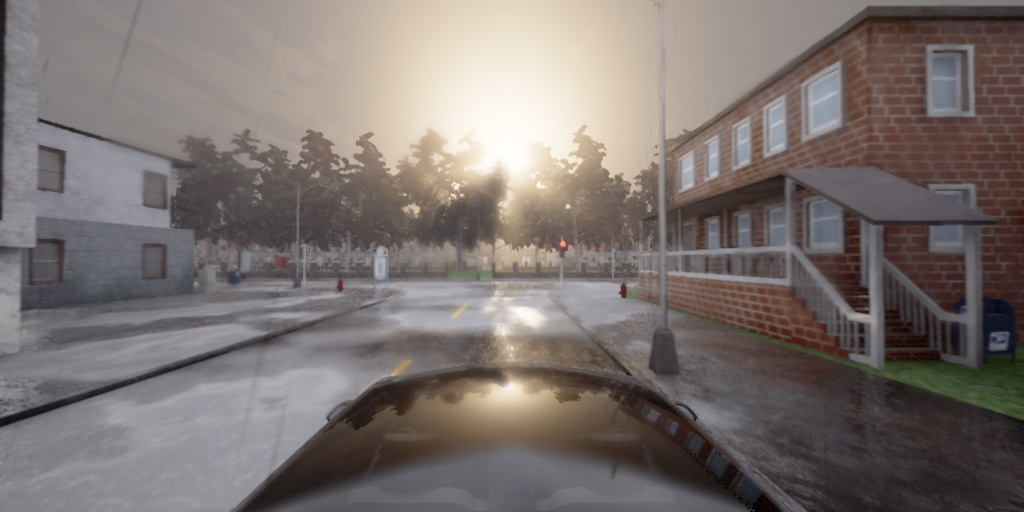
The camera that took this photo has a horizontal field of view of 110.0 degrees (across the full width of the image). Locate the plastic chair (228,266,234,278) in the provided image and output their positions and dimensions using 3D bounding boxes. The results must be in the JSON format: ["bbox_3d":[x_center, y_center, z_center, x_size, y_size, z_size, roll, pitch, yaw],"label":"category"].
[{"bbox_3d":[-38.177,1.911,48.166,0.730,1.272,0.750,0,0,-40],"label":"plastic chair"}]

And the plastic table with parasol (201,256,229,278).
[{"bbox_3d":[-39.175,1.300,47.433,2.482,2.480,2.482,0,0,-40],"label":"plastic table with parasol"}]

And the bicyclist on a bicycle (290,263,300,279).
[{"bbox_3d":[-22.022,1.558,36.456,0.582,1.620,1.656,0,0,0],"label":"bicyclist on a bicycle"}]

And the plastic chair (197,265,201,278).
[{"bbox_3d":[-40.206,1.889,46.688,0.730,1.272,0.750,0,0,-40],"label":"plastic chair"}]

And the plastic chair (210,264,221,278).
[{"bbox_3d":[-38.273,1.899,46.460,0.750,1.272,0.730,0,0,-35],"label":"plastic chair"}]

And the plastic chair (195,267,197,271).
[{"bbox_3d":[-42.751,1.916,49.085,0.750,1.272,0.730,0,0,-34],"label":"plastic chair"}]
